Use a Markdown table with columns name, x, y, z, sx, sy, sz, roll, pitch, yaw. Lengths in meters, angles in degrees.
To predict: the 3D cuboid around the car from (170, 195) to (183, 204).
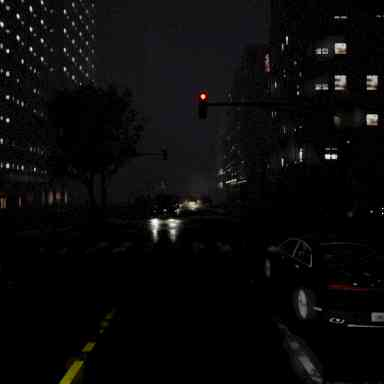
| name | x | y | z | sx | sy | sz | roll | pitch | yaw |
| --- | --- | --- | --- | --- | --- | --- | --- | --- | --- |
| car | -2.950 | 1.395 | 64.118 | 2.097 | 1.767 | 4.553 | 0 | 0 | 1 |

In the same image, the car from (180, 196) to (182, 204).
| name | x | y | z | sx | sy | sz | roll | pitch | yaw |
| --- | --- | --- | --- | --- | --- | --- | --- | --- | --- |
| car | -3.022 | 1.249 | 48.057 | 2.150 | 2.045 | 5.566 | 0 | 0 | 0 |

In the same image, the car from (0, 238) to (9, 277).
| name | x | y | z | sx | sy | sz | roll | pitch | yaw |
| --- | --- | --- | --- | --- | --- | --- | --- | --- | --- |
| car | -5.680 | 1.545 | 6.942 | 1.887 | 1.381 | 4.507 | 0 | 0 | 0 |

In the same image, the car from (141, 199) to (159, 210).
| name | x | y | z | sx | sy | sz | roll | pitch | yaw |
| --- | --- | --- | --- | --- | --- | --- | --- | --- | --- |
| car | -5.623 | 1.589 | 44.853 | 1.947 | 1.339 | 4.313 | 0 | 0 | 0 |

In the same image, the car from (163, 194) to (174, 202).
| name | x | y | z | sx | sy | sz | roll | pitch | yaw |
| --- | --- | --- | --- | --- | --- | --- | --- | --- | --- |
| car | -5.573 | 1.380 | 77.990 | 2.192 | 1.841 | 5.009 | 0 | 0 | 0 |

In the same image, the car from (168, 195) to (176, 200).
| name | x | y | z | sx | sy | sz | roll | pitch | yaw |
| --- | --- | --- | --- | --- | --- | --- | --- | --- | --- |
| car | -5.548 | 1.647 | 94.558 | 2.008 | 1.369 | 4.403 | 0 | 0 | 0 |

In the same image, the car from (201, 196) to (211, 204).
| name | x | y | z | sx | sy | sz | roll | pitch | yaw |
| --- | --- | --- | --- | --- | --- | --- | --- | --- | --- |
| car | 2.792 | 1.573 | 67.101 | 1.752 | 1.417 | 4.829 | 0 | 0 | 0 |

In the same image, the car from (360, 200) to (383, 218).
| name | x | y | z | sx | sy | sz | roll | pitch | yaw |
| --- | --- | --- | --- | --- | --- | --- | --- | --- | --- |
| car | 15.563 | 0.987 | 23.758 | 5.566 | 2.045 | 2.150 | -1 | 0 | 0 |

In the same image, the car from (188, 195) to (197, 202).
| name | x | y | z | sx | sy | sz | roll | pitch | yaw |
| --- | --- | --- | --- | --- | --- | --- | --- | --- | --- |
| car | 0.121 | 1.442 | 79.065 | 2.128 | 1.511 | 4.902 | 0 | 0 | 0 |

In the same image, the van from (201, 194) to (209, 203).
| name | x | y | z | sx | sy | sz | roll | pitch | yaw |
| --- | --- | --- | --- | --- | --- | --- | --- | --- | --- |
| van | 2.799 | 1.397 | 72.455 | 1.690 | 1.788 | 3.998 | 0 | 0 | 0 |

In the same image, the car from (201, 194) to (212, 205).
| name | x | y | z | sx | sy | sz | roll | pitch | yaw |
| --- | --- | --- | --- | --- | --- | --- | --- | --- | --- |
| car | 2.783 | 1.606 | 61.408 | 1.947 | 1.339 | 4.313 | 0 | 0 | 0 |

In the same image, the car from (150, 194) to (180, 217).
| name | x | y | z | sx | sy | sz | roll | pitch | yaw |
| --- | --- | --- | --- | --- | --- | --- | --- | --- | --- |
| car | -2.612 | 1.233 | 31.329 | 2.150 | 2.045 | 5.566 | 0 | 0 | -6 |

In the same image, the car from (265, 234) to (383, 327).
| name | x | y | z | sx | sy | sz | roll | pitch | yaw |
| --- | --- | --- | --- | --- | --- | --- | --- | --- | --- |
| car | 2.700 | 1.551 | 6.929 | 2.008 | 1.369 | 4.403 | 0 | 0 | 0 |

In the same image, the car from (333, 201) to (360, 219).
| name | x | y | z | sx | sy | sz | roll | pitch | yaw |
| --- | --- | --- | --- | --- | --- | --- | --- | --- | --- |
| car | 13.466 | 1.348 | 26.318 | 4.403 | 1.369 | 2.008 | -1 | 1 | 0 |

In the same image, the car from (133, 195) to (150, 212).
| name | x | y | z | sx | sy | sz | roll | pitch | yaw |
| --- | --- | --- | --- | --- | --- | --- | --- | --- | --- |
| car | -5.632 | 1.333 | 39.330 | 2.192 | 1.841 | 5.009 | 0 | 0 | 0 |

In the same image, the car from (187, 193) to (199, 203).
| name | x | y | z | sx | sy | sz | roll | pitch | yaw |
| --- | --- | --- | --- | --- | --- | --- | --- | --- | --- |
| car | 0.104 | 1.576 | 69.058 | 1.812 | 1.442 | 4.674 | 0 | 0 | 0 |
